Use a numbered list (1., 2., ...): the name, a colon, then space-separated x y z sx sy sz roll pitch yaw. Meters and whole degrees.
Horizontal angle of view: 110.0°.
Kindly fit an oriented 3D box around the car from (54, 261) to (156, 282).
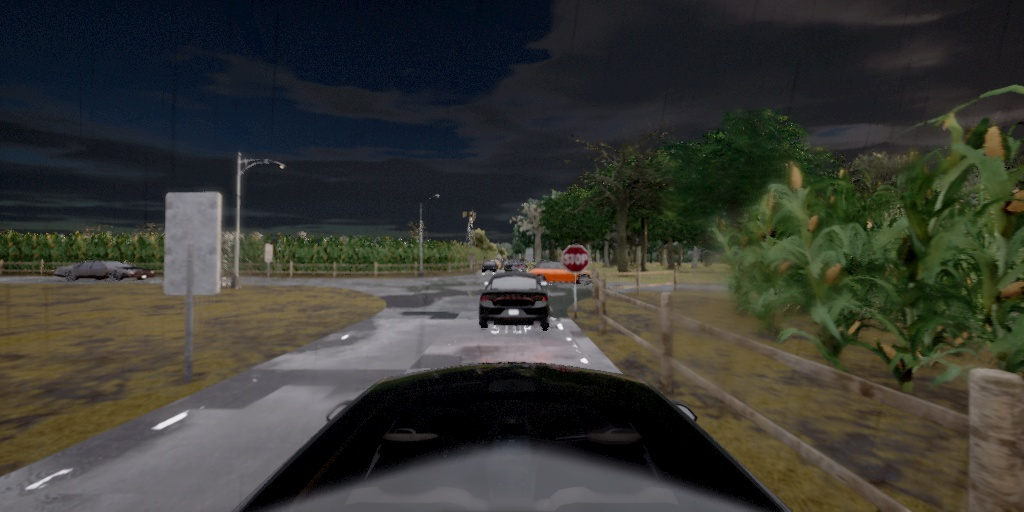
1. car: -28.021 1.031 24.741 5.357 1.411 2.033 0 -1 0

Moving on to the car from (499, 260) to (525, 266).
1. car: 0.352 1.297 39.198 2.128 1.511 4.902 0 0 -11

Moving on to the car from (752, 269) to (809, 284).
1. car: 21.266 1.732 28.322 4.181 1.385 1.994 1 -1 0

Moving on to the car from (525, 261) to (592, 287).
1. car: 3.390 1.168 24.660 4.553 1.767 2.097 0 -1 0

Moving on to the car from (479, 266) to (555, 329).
1. car: 0.110 1.240 11.278 1.882 1.535 5.008 0 0 2

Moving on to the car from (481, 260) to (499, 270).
1. car: -2.755 1.363 45.503 2.033 1.411 5.357 0 0 1

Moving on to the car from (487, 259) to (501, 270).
1. car: -2.676 1.310 55.111 1.882 1.535 5.008 0 0 1
